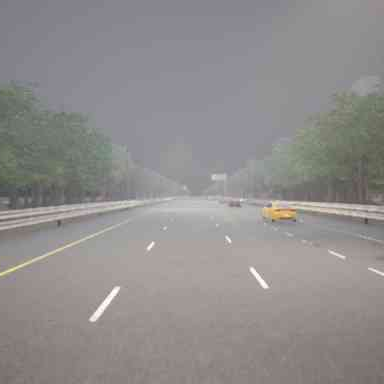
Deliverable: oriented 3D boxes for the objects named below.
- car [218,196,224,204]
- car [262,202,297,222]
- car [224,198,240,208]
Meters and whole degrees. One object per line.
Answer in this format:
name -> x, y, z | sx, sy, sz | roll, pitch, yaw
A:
car -> 7.345, 2.183, 79.555 | 2.033, 1.411, 5.357 | 0, -1, 0
car -> 7.041, 1.592, 27.228 | 1.882, 1.535, 5.008 | 0, 0, 0
car -> 7.181, 1.884, 57.410 | 1.882, 1.535, 5.008 | 0, -1, 0
